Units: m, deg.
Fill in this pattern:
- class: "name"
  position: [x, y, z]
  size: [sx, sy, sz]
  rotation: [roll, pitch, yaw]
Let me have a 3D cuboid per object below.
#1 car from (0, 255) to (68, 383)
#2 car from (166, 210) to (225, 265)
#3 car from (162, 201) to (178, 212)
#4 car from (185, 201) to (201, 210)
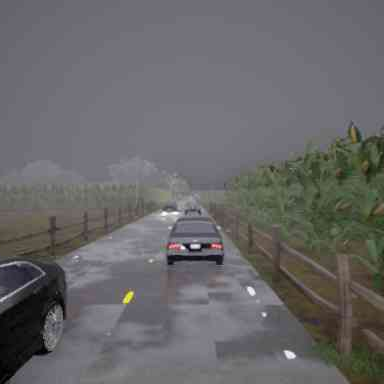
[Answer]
- class: "car"
  position: [-2.849, 1.510, 3.318]
  size: [2.128, 1.511, 4.902]
  rotation: [0, 0, 0]
- class: "car"
  position: [0.092, 1.613, 11.978]
  size: [2.033, 1.411, 5.357]
  rotation: [0, 0, 0]
- class: "car"
  position: [-2.862, 1.866, 43.776]
  size: [1.895, 1.301, 4.718]
  rotation: [0, 0, 0]
- class: "car"
  position: [0.085, 1.774, 38.716]
  size: [2.033, 1.411, 5.357]
  rotation: [0, 0, 0]
